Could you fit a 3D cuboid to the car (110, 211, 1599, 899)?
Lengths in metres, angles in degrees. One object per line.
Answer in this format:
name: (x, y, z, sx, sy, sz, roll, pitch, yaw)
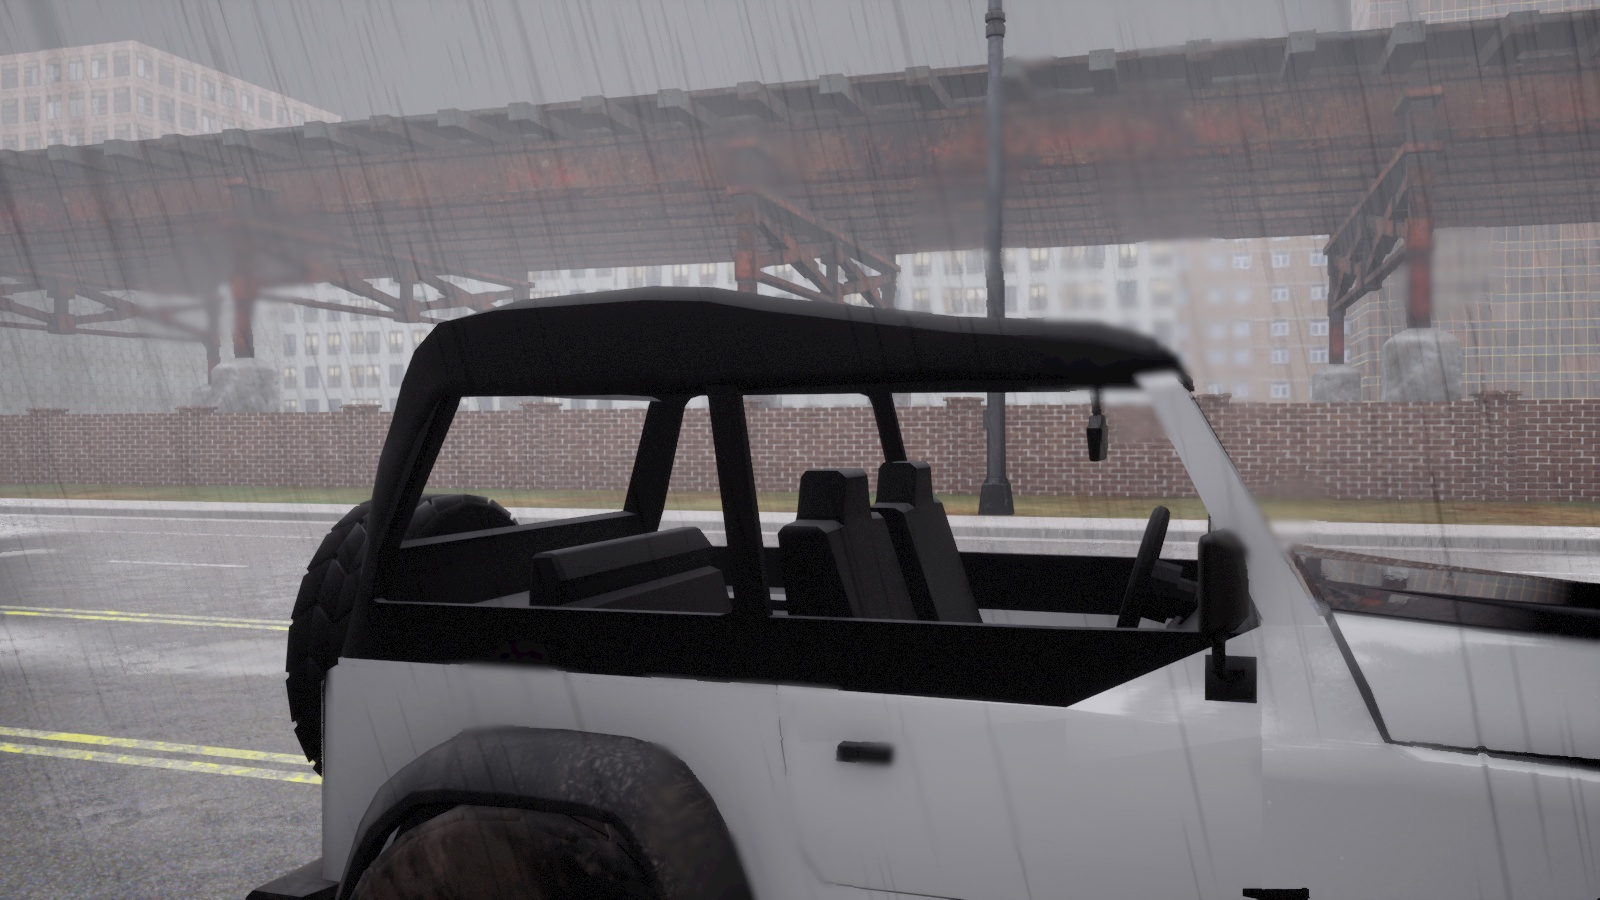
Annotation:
car: (0.668, 0.578, 2.965, 3.866, 1.878, 1.905, 1, 1, 19)
